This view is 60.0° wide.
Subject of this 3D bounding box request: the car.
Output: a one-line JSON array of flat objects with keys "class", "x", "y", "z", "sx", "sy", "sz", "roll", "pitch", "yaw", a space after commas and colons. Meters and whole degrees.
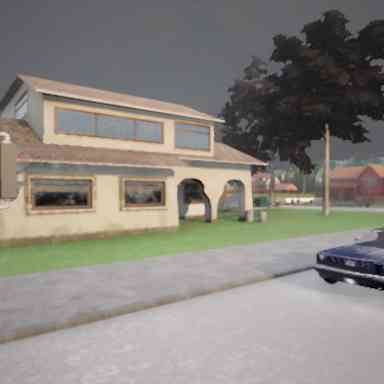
[{"class": "car", "x": 5.176, "y": 1.608, "z": 8.484, "sx": 4.718, "sy": 1.301, "sz": 1.895, "roll": 0, "pitch": 0, "yaw": -37}]
